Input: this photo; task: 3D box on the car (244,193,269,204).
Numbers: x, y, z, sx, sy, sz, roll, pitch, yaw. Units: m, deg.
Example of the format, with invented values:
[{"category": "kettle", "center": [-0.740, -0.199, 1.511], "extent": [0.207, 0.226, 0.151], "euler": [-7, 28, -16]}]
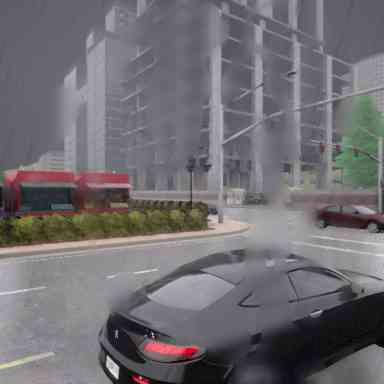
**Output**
[{"category": "car", "center": [10.822, 1.114, 57.643], "extent": [1.905, 1.878, 3.866], "euler": [0, 0, -36]}]

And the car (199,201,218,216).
[{"category": "car", "center": [0.815, 1.508, 31.138], "extent": [1.994, 1.385, 4.181], "euler": [0, 0, -36]}]

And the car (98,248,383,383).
[{"category": "car", "center": [1.105, 1.526, 4.573], "extent": [4.674, 1.442, 1.812], "euler": [0, 0, -35]}]

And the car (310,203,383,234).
[{"category": "car", "center": [9.358, 1.458, 19.395], "extent": [1.882, 1.535, 5.008], "euler": [0, 0, -36]}]

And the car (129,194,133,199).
[{"category": "car", "center": [-9.501, 1.159, 45.330], "extent": [2.150, 2.045, 5.566], "euler": [0, 1, -36]}]

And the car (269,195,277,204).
[{"category": "car", "center": [13.210, 1.114, 59.359], "extent": [1.905, 1.878, 3.866], "euler": [0, 0, -36]}]
